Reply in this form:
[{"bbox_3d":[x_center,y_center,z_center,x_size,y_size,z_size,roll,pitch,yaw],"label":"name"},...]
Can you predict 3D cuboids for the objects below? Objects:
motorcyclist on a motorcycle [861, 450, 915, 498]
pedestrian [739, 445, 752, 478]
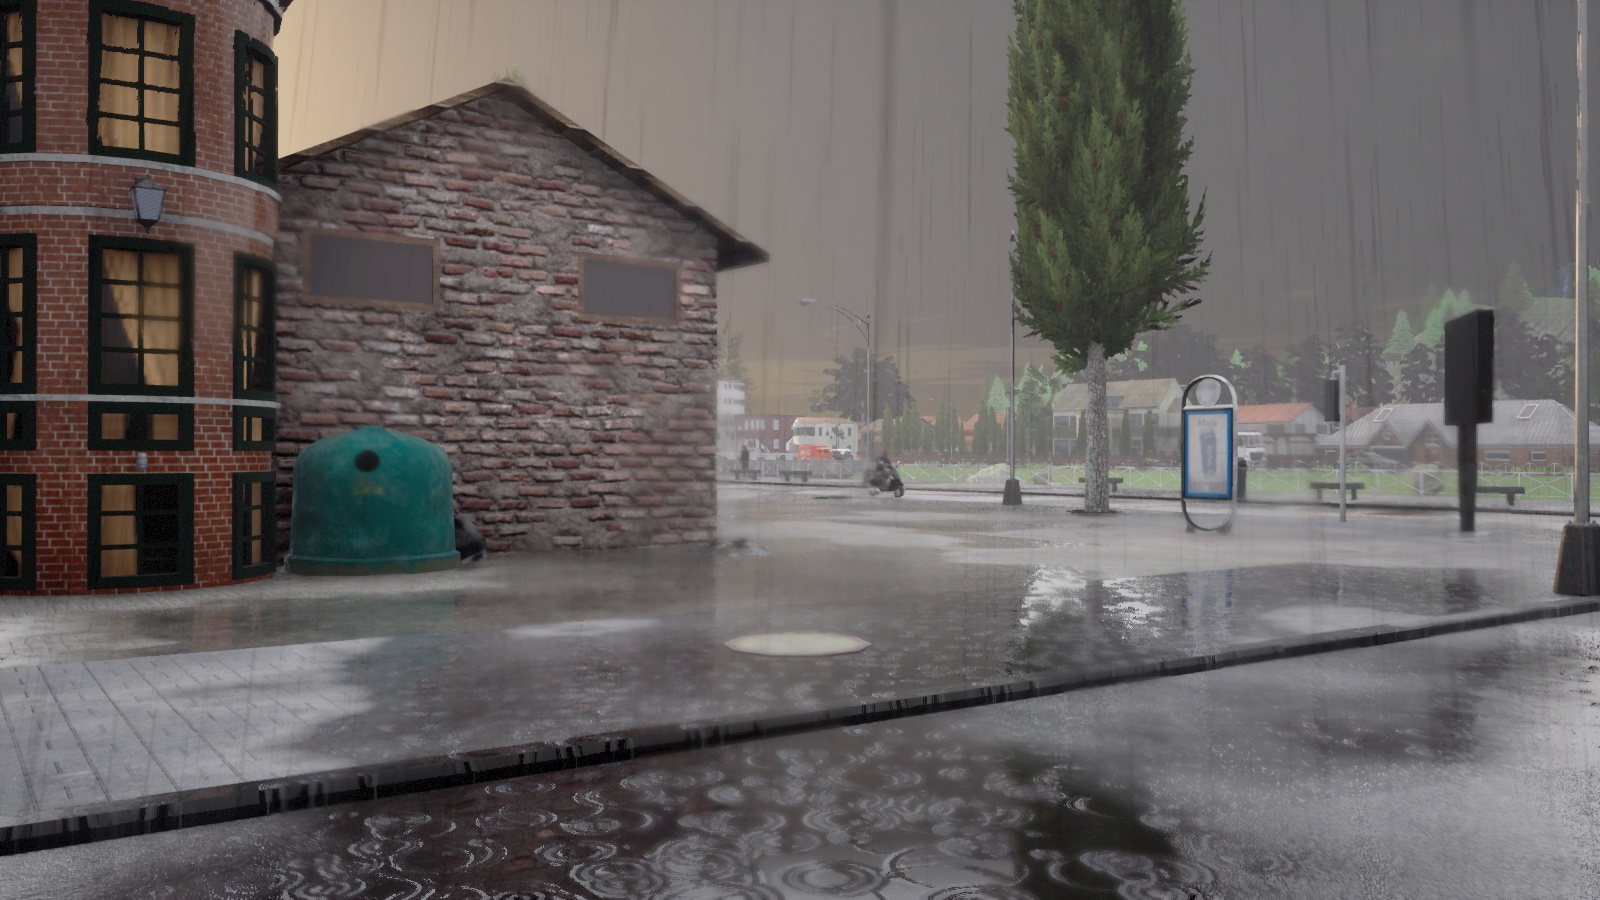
[{"bbox_3d":[2.954,0.796,42.445,0.866,1.590,1.817,0,0,-35],"label":"motorcyclist on a motorcycle"},{"bbox_3d":[-3.041,0.632,69.963,0.431,1.840,0.703,0,0,-30],"label":"pedestrian"}]
